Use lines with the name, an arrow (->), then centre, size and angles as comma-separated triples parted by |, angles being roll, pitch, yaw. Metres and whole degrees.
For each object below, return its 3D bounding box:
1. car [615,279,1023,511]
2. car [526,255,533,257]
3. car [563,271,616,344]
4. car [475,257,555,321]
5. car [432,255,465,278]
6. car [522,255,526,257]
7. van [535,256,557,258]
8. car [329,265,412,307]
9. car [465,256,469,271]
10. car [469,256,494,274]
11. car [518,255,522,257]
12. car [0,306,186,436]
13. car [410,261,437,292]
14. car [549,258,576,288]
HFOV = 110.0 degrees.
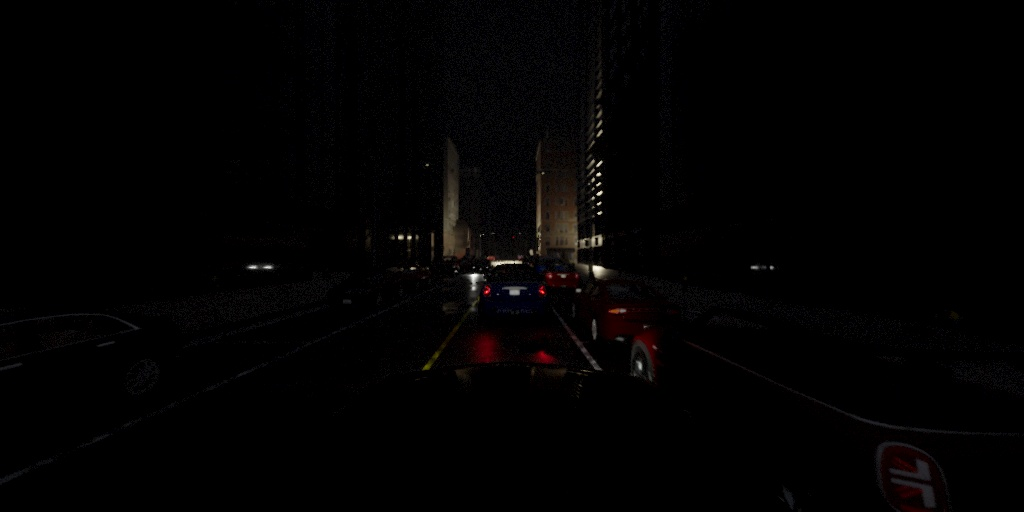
car -> 2.669, 1.178, 3.655 | 1.967, 1.591, 4.097 | 0, 0, 0
car -> 2.661, 0.891, 31.775 | 2.192, 1.841, 5.009 | 0, 0, 0
car -> 2.667, 1.251, 9.279 | 1.888, 1.381, 4.507 | 0, 0, 0
car -> 0.083, 1.039, 12.288 | 2.097, 1.767, 4.553 | 0, 0, 0
car -> -5.865, 0.891, 31.781 | 2.192, 1.841, 5.009 | 0, 0, 0
car -> 2.657, 0.924, 48.648 | 1.967, 1.591, 4.097 | 0, 0, 0
van -> 2.663, 0.949, 26.151 | 1.690, 1.789, 3.998 | 0, 0, 0
car -> -5.860, 1.238, 14.908 | 1.948, 1.339, 4.313 | 0, 0, 0
car -> -5.867, 1.059, 43.029 | 1.888, 1.381, 4.507 | 0, 0, 0
car -> -3.103, 1.047, 37.808 | 1.837, 1.490, 4.892 | 0, 0, 0
car -> 2.654, 0.738, 59.896 | 2.192, 1.841, 5.009 | 0, 0, 0
car -> -5.858, 1.289, 3.659 | 2.007, 1.370, 4.403 | 0, 0, 0
car -> -5.862, 1.185, 20.532 | 1.888, 1.381, 4.507 | 0, 0, 0
car -> 2.664, 1.080, 20.527 | 1.967, 1.591, 4.097 | 0, 0, 0
